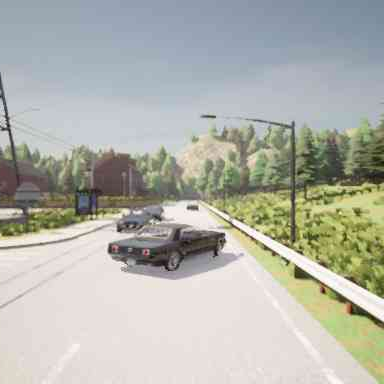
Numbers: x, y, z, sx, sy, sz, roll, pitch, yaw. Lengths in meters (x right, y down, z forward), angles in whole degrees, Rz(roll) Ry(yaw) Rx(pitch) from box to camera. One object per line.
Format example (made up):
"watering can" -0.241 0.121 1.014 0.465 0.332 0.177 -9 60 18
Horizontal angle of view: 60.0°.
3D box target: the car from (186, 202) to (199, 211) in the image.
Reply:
"car" 0.086 2.277 52.111 1.895 1.301 4.718 0 -1 0

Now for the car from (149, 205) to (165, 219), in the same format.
"car" -3.562 1.955 31.376 2.033 1.411 5.357 0 -1 1

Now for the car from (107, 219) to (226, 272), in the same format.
"car" -0.585 1.752 11.520 1.895 1.301 4.718 0 -1 32

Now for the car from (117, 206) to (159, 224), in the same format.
"car" -3.601 1.849 21.854 1.994 1.385 4.181 0 -1 1
